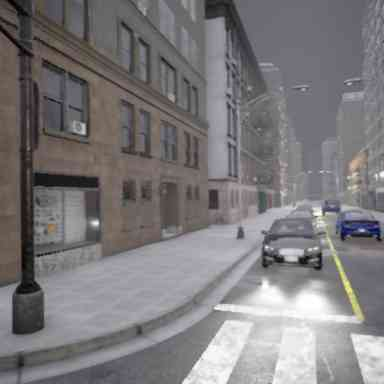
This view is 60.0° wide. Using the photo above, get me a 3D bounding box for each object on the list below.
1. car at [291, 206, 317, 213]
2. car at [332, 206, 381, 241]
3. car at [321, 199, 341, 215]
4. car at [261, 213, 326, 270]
[{"bbox_3d":[7.099,1.908,21.550,1.812,1.442,4.674,-2,-1,20],"label":"car"},{"bbox_3d":[9.116,1.750,18.504,1.882,1.535,5.008,-2,-1,20],"label":"car"},{"bbox_3d":[17.403,1.881,41.557,2.150,2.045,5.566,-2,-1,20],"label":"car"},{"bbox_3d":[3.637,1.716,11.991,2.128,1.511,4.902,-2,-1,18],"label":"car"}]
